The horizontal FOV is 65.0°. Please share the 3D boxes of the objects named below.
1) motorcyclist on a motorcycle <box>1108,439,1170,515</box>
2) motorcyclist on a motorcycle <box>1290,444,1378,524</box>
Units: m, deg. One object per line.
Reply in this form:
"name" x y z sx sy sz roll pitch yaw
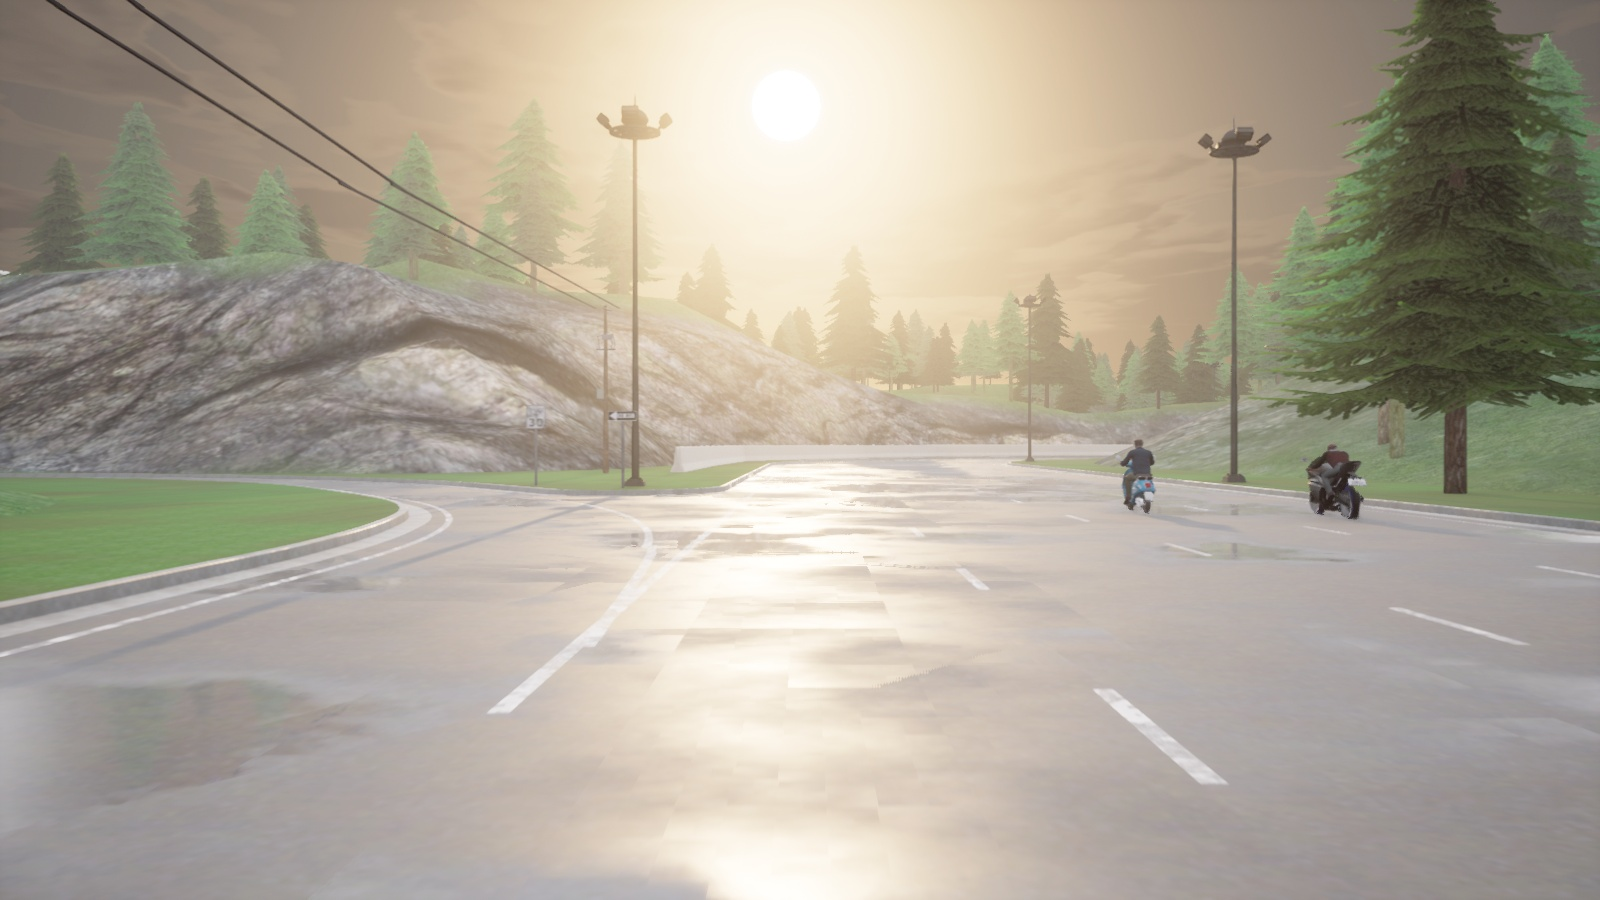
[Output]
"motorcyclist on a motorcycle" 7.256 0.561 26.979 0.866 1.590 1.817 0 0 1
"motorcyclist on a motorcycle" 10.742 0.653 25.355 0.866 1.530 2.191 0 0 1
